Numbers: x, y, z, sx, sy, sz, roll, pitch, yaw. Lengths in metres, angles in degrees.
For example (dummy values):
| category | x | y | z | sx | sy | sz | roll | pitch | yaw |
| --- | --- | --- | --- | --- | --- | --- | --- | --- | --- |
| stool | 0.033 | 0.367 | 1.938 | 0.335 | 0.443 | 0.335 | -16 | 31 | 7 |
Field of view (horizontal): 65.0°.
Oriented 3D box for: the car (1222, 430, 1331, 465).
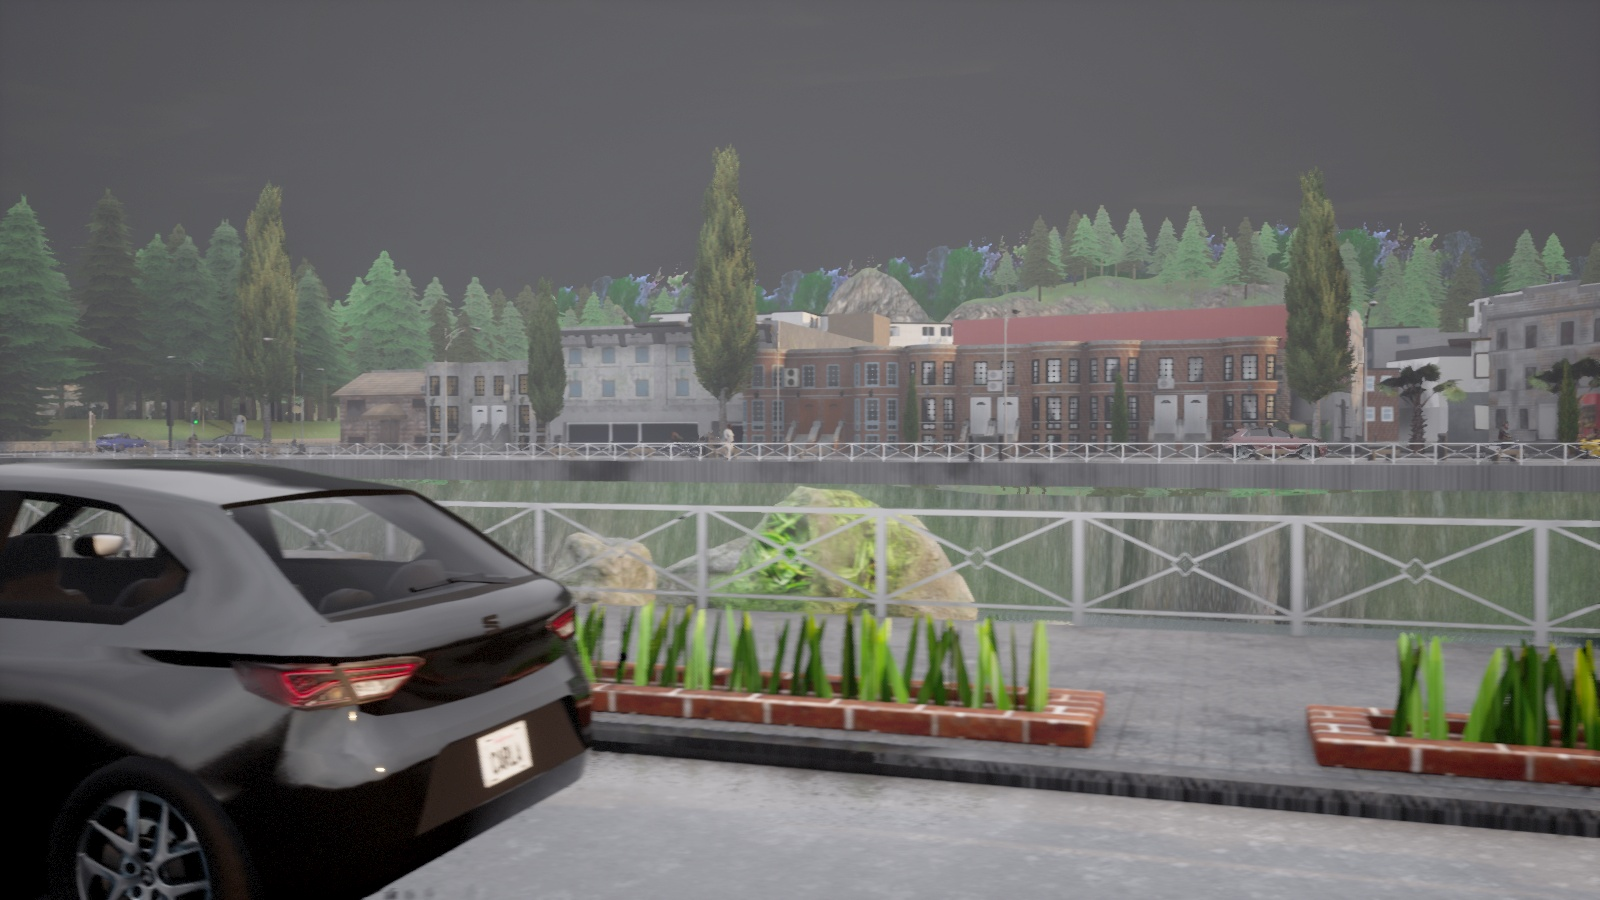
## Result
| category | x | y | z | sx | sy | sz | roll | pitch | yaw |
| --- | --- | --- | --- | --- | --- | --- | --- | --- | --- |
| car | 23.064 | -0.134 | 61.023 | 4.856 | 1.649 | 2.033 | 1 | 1 | 19 |

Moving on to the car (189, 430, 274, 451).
| category | x | y | z | sx | sy | sz | roll | pitch | yaw |
| --- | --- | --- | --- | --- | --- | --- | --- | --- | --- |
| car | -38.997 | -0.651 | 86.099 | 5.357 | 1.411 | 2.033 | 1 | 1 | 19 |

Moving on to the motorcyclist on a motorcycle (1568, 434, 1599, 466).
| category | x | y | z | sx | sy | sz | roll | pitch | yaw |
| --- | --- | --- | --- | --- | --- | --- | --- | --- | --- |
| motorcyclist on a motorcycle | 38.097 | -0.012 | 60.190 | 2.044 | 1.523 | 0.797 | 1 | 1 | 19 |

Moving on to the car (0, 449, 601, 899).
| category | x | y | z | sx | sy | sz | roll | pitch | yaw |
| --- | --- | --- | --- | --- | --- | --- | --- | --- | --- |
| car | -3.062 | 0.753 | 4.752 | 4.193 | 1.474 | 1.816 | 1 | 1 | 19 |

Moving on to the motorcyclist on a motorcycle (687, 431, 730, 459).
| category | x | y | z | sx | sy | sz | roll | pitch | yaw |
| --- | --- | --- | --- | --- | --- | --- | --- | --- | --- |
| motorcyclist on a motorcycle | -5.137 | -0.287 | 70.501 | 2.191 | 1.530 | 0.866 | 1 | 1 | 19 |

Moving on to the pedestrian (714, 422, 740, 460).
| category | x | y | z | sx | sy | sz | roll | pitch | yaw |
| --- | --- | --- | --- | --- | --- | --- | --- | --- | --- |
| pedestrian | -3.606 | -0.471 | 62.085 | 0.900 | 1.855 | 0.874 | 1 | 1 | 30 |
